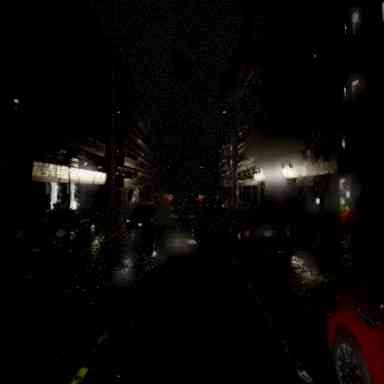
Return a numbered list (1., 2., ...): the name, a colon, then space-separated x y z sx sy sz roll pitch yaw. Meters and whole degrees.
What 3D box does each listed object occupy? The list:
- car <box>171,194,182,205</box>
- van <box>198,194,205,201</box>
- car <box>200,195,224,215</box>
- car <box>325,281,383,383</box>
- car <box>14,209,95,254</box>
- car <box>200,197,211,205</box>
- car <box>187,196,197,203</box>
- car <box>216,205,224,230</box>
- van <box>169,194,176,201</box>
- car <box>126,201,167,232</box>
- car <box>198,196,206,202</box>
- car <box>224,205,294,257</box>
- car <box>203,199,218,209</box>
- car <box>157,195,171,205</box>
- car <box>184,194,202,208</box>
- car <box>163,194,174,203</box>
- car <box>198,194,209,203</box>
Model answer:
1. car: -2.790 1.614 61.226 1.882 1.535 5.008 0 0 1
2. van: 2.548 1.555 92.441 1.690 1.788 3.998 -1 0 0
3. car: 2.261 1.430 34.425 2.097 1.767 4.553 0 0 0
4. car: 2.542 1.319 1.812 2.192 1.841 5.009 -1 0 0
5. car: -5.326 1.469 13.348 1.967 1.590 4.097 -1 0 0
6. car: 2.553 1.727 64.119 1.802 1.307 4.206 -1 0 0
7. car: -0.004 1.577 70.128 1.994 1.385 4.181 0 0 0
8. car: 2.555 1.623 18.804 1.802 1.307 4.206 -1 0 0
9. van: -5.332 1.555 92.466 1.690 1.788 3.998 -1 0 0
10. car: -2.850 1.550 20.680 1.837 1.490 4.892 0 0 0
11. car: 2.551 1.782 86.776 1.802 1.307 4.206 -1 0 0
12. car: 2.558 1.468 13.140 1.967 1.590 4.097 -1 0 0
13. car: 2.554 1.686 47.125 1.802 1.307 4.206 -1 0 0
14. car: -5.328 1.676 58.557 1.887 1.381 4.507 -1 0 0
15. car: -0.002 1.337 52.075 2.150 2.045 5.566 0 0 0
16. car: -5.332 1.487 75.511 2.192 1.841 5.009 -1 0 0
17. car: 2.548 1.487 75.448 2.192 1.841 5.009 -1 0 0
